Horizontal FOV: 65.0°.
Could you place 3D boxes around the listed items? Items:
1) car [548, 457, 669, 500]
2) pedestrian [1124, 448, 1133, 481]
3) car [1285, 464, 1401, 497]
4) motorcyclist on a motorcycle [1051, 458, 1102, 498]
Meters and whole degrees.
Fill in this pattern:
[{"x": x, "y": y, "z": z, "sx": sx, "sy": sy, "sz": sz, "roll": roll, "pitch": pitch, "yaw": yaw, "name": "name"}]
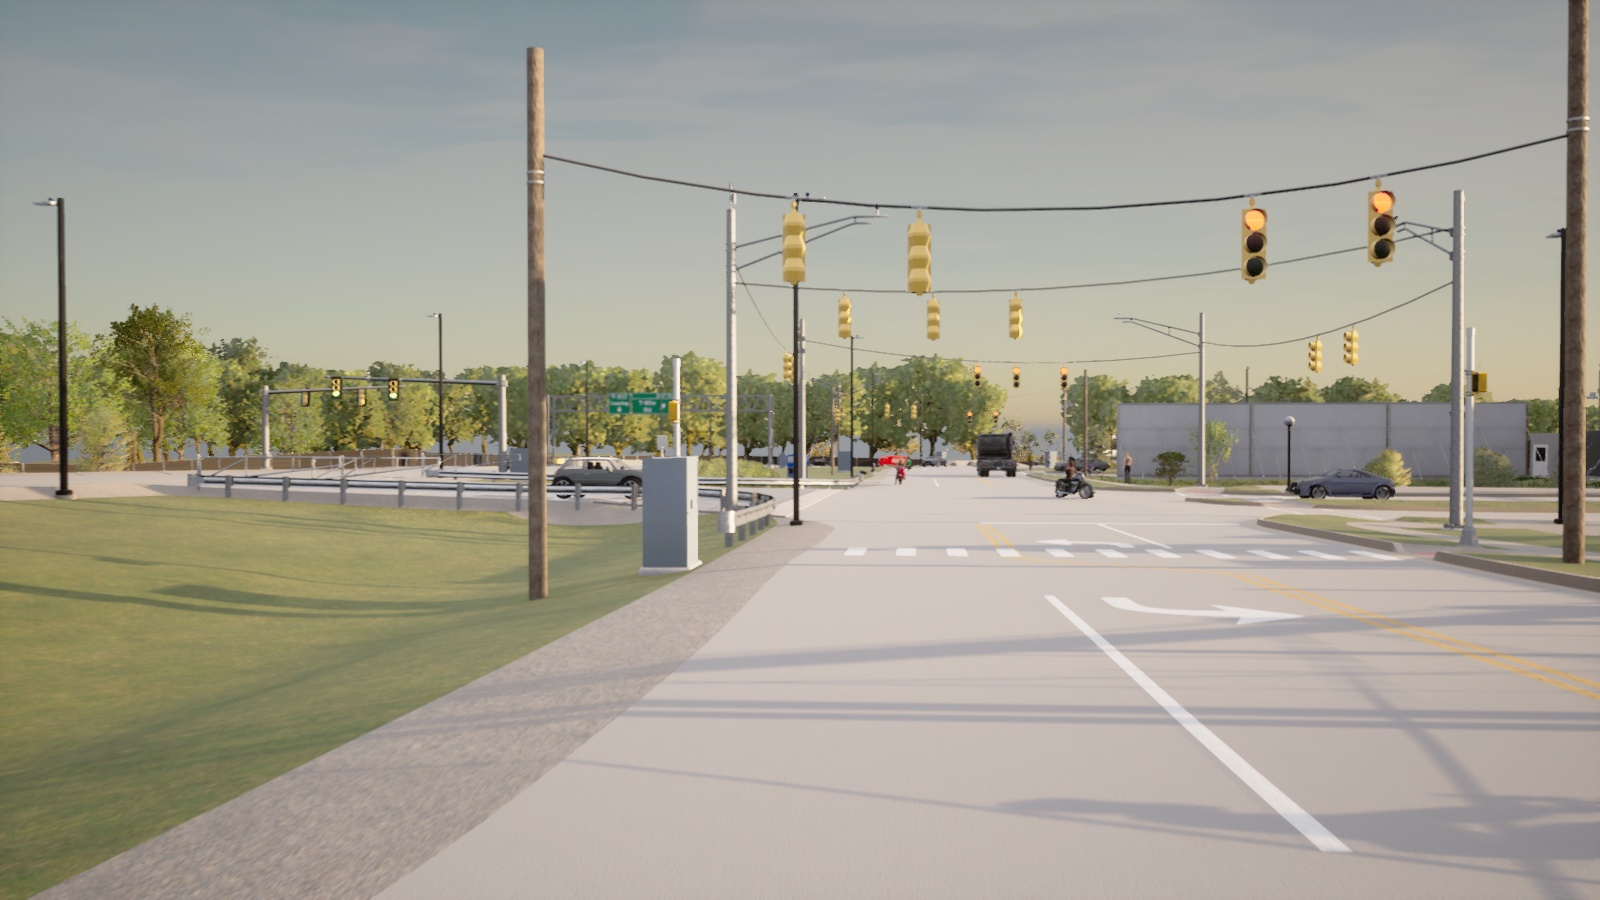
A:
[{"x": -6.796, "y": 1.002, "z": 44.796, "sx": 3.806, "sy": 1.475, "sz": 1.970, "roll": 0, "pitch": 0, "yaw": 10, "name": "car"}, {"x": 18.650, "y": 0.824, "z": 71.306, "sx": 0.345, "sy": 1.836, "sz": 0.594, "roll": 0, "pitch": 1, "yaw": 6, "name": "pedestrian"}, {"x": 23.408, "y": 1.290, "z": 54.239, "sx": 4.181, "sy": 1.385, "sz": 1.994, "roll": 0, "pitch": 0, "yaw": 5, "name": "car"}, {"x": 11.505, "y": 1.145, "z": 52.360, "sx": 0.766, "sy": 1.649, "sz": 2.350, "roll": 1, "pitch": 0, "yaw": -27, "name": "motorcyclist on a motorcycle"}]
